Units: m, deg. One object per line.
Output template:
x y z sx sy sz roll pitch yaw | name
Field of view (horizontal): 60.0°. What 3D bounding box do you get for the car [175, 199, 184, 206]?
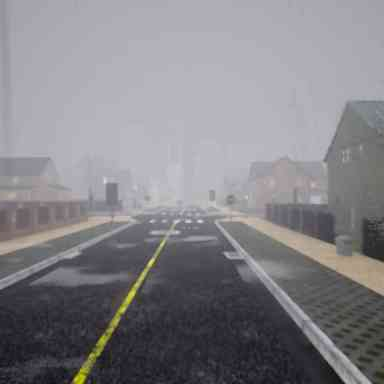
-2.748 2.335 75.787 1.882 1.535 5.008 0 -1 0 | car
